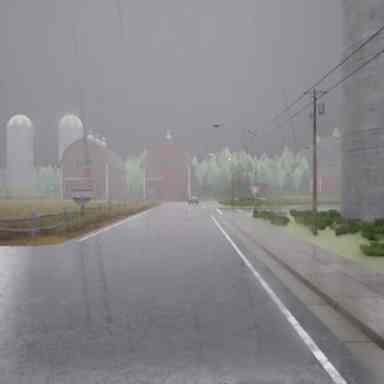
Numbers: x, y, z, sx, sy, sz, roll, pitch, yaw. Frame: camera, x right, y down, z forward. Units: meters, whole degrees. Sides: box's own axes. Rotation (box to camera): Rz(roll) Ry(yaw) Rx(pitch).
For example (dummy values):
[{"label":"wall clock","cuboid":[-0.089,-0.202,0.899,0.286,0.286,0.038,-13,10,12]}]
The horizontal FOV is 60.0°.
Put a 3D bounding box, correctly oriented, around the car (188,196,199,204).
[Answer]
[{"label":"car","cuboid":[0.321,1.562,64.274,1.812,1.442,4.674,0,0,2]}]
